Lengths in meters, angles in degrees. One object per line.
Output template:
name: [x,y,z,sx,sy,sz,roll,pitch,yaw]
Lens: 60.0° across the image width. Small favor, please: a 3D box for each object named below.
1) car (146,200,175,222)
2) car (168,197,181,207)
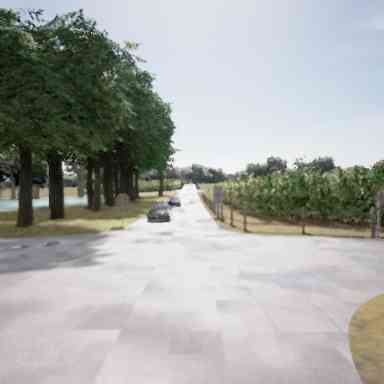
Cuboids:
car: [-2.734,1.742,28.633,1.837,1.490,4.892,0,0,0]
car: [-2.719,1.504,53.124,1.882,1.535,5.008,0,1,0]
